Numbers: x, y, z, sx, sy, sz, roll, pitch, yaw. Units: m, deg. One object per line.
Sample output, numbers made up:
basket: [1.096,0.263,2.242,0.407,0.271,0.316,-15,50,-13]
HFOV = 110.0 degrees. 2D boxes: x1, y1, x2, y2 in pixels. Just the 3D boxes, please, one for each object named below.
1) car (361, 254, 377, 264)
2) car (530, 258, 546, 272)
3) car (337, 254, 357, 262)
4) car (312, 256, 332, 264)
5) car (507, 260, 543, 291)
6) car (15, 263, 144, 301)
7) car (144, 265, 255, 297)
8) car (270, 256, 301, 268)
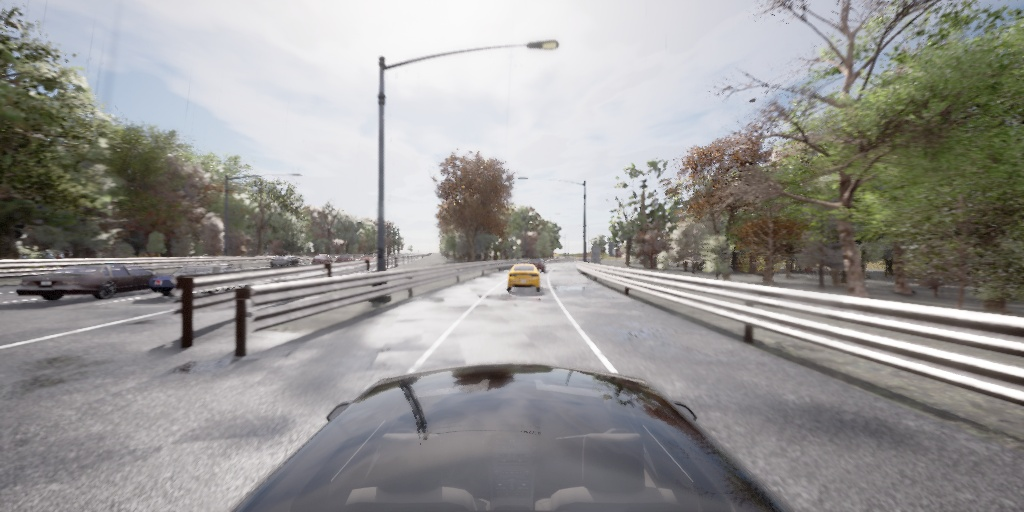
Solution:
car: [-22.036,0.519,55.805,2.097,1.767,4.553,0,0,-12]
car: [3.106,1.091,45.317,2.097,1.767,4.553,0,0,9]
car: [-25.560,0.496,55.550,2.097,1.767,4.553,0,0,-12]
car: [-28.958,0.650,54.698,1.812,1.442,4.674,0,0,-12]
car: [0.780,1.231,22.021,1.882,1.535,5.008,0,0,4]
car: [-16.896,0.985,15.060,2.033,1.411,5.357,0,0,-12]
car: [-13.571,1.055,16.238,1.895,1.301,4.718,0,0,-12]
car: [-26.048,0.712,41.417,2.128,1.511,4.902,0,0,-12]
